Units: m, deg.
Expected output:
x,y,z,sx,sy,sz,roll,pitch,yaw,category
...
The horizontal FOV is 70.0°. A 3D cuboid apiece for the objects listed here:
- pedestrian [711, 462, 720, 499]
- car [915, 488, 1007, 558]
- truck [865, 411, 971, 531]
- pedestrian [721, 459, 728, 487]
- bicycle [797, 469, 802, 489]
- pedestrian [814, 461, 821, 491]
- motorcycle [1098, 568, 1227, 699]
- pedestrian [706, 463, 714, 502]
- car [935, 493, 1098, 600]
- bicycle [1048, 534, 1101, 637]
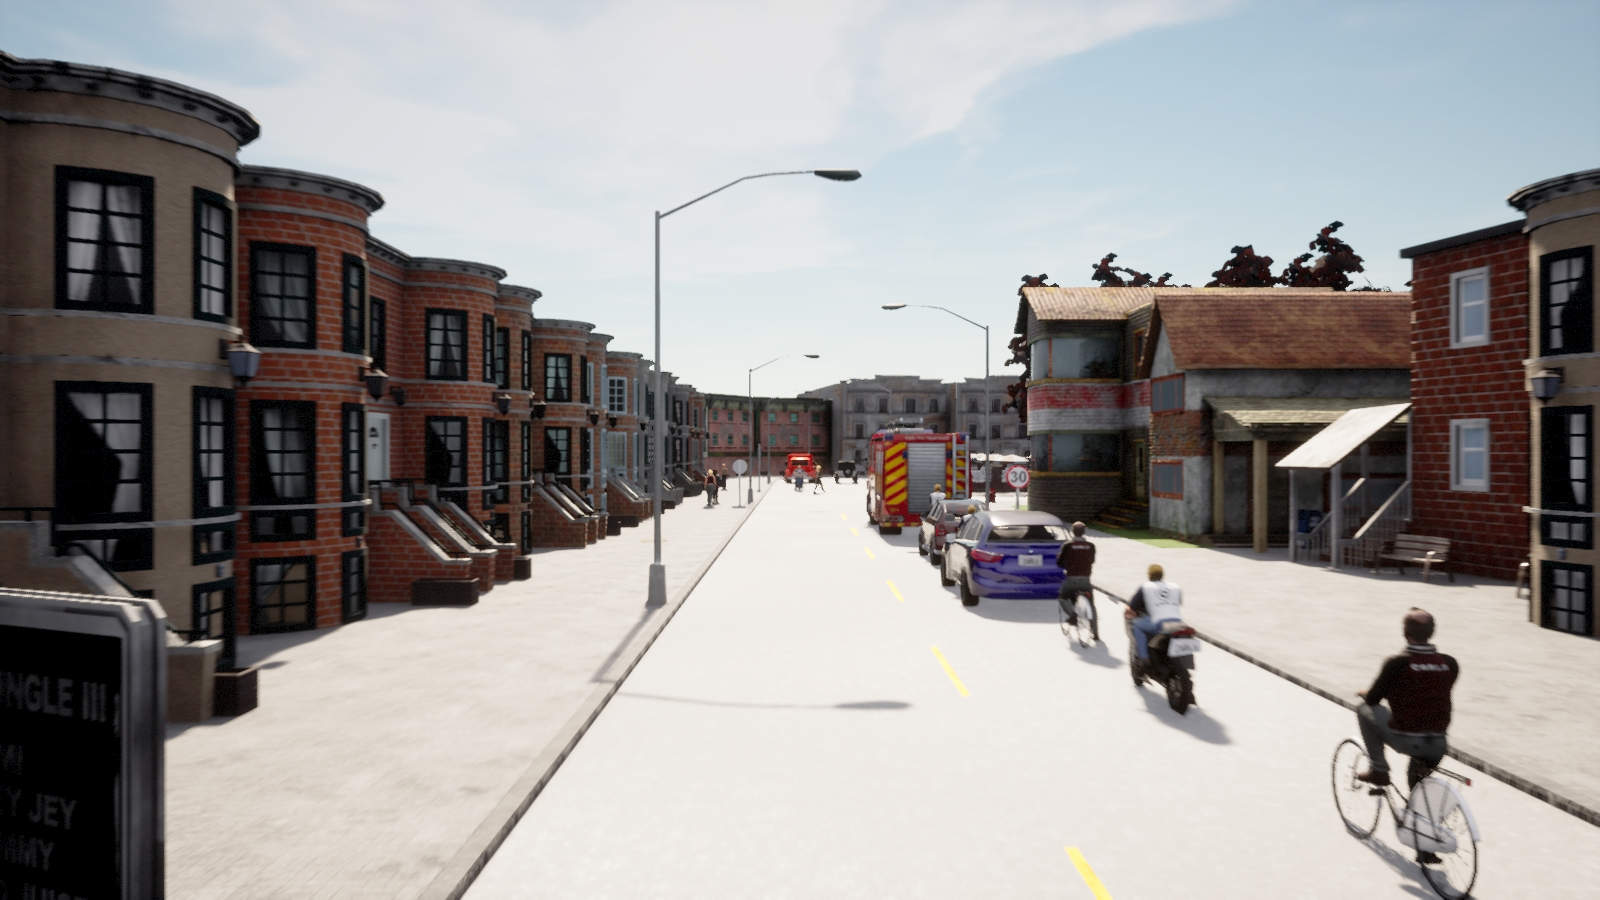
x,y,z,sx,sy,sz,roll,pitch,yaw,category
-4.203,1.524,57.102,0.375,1.860,0.375,0,0,-15,pedestrian
4.001,1.800,28.951,1.789,1.549,3.705,0,0,0,car
3.987,0.671,40.610,2.891,3.827,8.468,0,0,0,truck
-5.087,1.524,76.721,0.375,1.860,0.375,0,0,8,pedestrian
-0.028,1.936,76.752,0.373,1.296,1.643,0,0,0,bicycle
1.118,1.628,72.043,0.375,1.860,0.375,0,0,-14,pedestrian
3.997,1.993,12.776,0.803,1.145,2.033,0,0,0,motorcycle
-4.252,1.523,53.845,0.375,1.860,0.375,0,0,-1,pedestrian
3.997,1.747,21.940,2.242,1.667,4.611,0,0,0,car
3.990,1.940,16.688,0.329,1.271,1.835,0,0,0,bicycle
